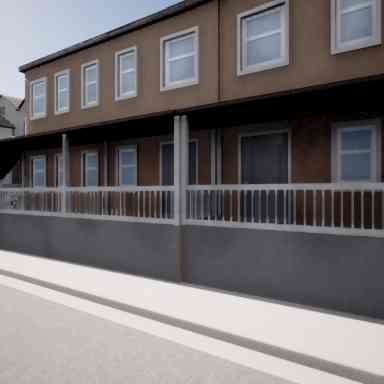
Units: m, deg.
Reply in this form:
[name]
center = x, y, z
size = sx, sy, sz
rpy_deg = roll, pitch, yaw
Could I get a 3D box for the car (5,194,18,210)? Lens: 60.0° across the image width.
[car]
center = -15.633, 1.062, 28.005
size = 1.812, 1.442, 4.674
rpy_deg = 0, 13, 35
